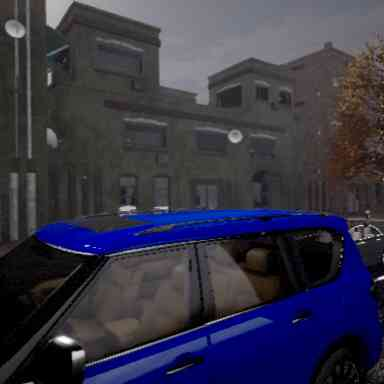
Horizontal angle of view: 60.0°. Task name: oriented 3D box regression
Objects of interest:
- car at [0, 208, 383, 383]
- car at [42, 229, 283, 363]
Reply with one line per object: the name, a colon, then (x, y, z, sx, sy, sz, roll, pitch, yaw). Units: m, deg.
car: (-0.558, 1.222, 2.858, 5.566, 2.045, 2.150, 0, 0, -36)
car: (-0.381, 1.580, 6.293, 4.206, 1.307, 1.802, 0, 0, -36)
